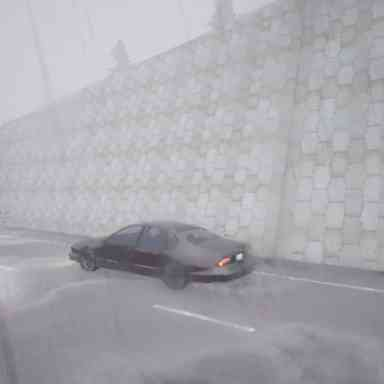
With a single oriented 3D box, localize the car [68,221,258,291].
[{"bbox_3d":[-0.998,1.504,8.905,5.357,1.411,2.033,0,0,35],"label":"car"}]
